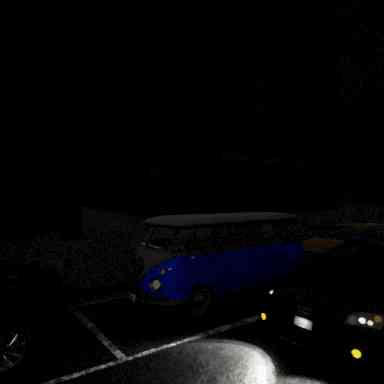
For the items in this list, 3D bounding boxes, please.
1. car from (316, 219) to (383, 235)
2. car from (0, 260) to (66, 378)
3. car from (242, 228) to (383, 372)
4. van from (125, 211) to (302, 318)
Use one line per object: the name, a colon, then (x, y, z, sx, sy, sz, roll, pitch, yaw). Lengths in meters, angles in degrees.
car: (4.933, 1.526, 10.177, 4.829, 1.417, 1.752, 0, 0, -36)
car: (-3.779, 1.566, 3.956, 4.313, 1.339, 1.947, 0, 0, -36)
car: (3.104, 1.564, 5.596, 4.181, 1.385, 1.994, 0, 0, -35)
van: (0.646, 1.341, 7.116, 3.998, 1.788, 1.690, 0, 0, -36)
